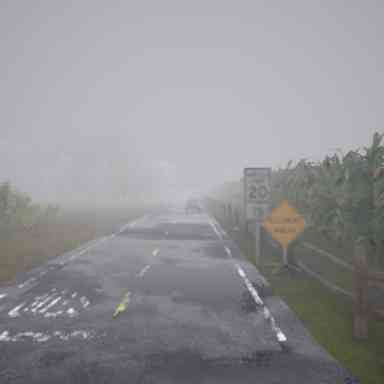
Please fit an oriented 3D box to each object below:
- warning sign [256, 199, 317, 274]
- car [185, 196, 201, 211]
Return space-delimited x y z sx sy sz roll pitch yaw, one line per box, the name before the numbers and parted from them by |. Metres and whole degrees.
warning sign | 2.450 1.116 8.792 1.300 1.860 1.060 0 0 0
car | 0.118 1.534 40.046 2.033 1.411 5.357 0 0 0
